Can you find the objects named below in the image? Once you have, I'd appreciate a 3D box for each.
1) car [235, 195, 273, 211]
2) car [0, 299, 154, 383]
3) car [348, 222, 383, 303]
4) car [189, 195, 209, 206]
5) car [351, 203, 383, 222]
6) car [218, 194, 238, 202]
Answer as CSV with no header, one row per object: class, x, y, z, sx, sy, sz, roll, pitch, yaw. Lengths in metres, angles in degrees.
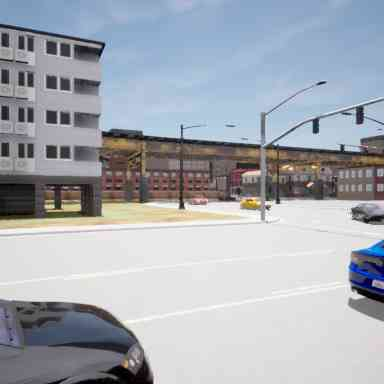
car,7.856,1.478,41.032,1.882,1.535,5.008,0,0,-25
car,-2.432,1.564,2.747,4.181,1.385,1.994,0,0,-32
car,5.547,1.478,6.898,5.008,1.535,1.882,0,0,-25
car,1.130,1.352,55.738,2.097,1.767,4.553,0,0,-18
car,13.325,1.547,24.691,2.033,1.411,5.357,0,0,13
car,8.275,1.540,78.703,2.033,1.411,5.357,0,0,40
